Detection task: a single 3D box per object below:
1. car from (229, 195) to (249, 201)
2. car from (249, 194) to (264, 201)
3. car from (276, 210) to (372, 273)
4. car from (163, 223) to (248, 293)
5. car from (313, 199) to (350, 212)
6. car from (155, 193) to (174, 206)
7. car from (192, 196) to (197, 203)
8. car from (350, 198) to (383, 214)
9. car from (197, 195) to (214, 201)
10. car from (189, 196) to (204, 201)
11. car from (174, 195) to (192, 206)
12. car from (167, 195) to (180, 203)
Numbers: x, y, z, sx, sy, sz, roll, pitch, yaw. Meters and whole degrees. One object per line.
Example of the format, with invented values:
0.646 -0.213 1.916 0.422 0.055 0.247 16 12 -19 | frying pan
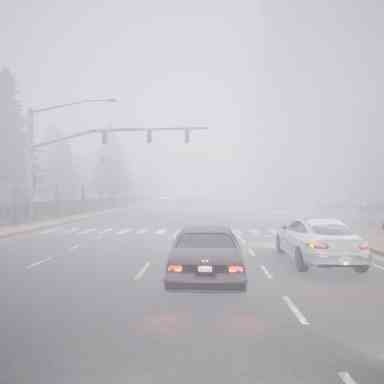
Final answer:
11.994 1.524 88.171 4.902 1.511 2.128 0 0 -44 | car
17.008 1.539 87.807 5.357 1.411 2.033 0 0 -35 | car
3.963 1.526 10.614 1.812 1.442 4.674 0 0 3 | car
0.380 1.547 8.988 2.033 1.411 5.357 0 0 3 | car
16.997 1.546 39.615 4.902 1.511 2.128 0 0 3 | car
-4.800 1.220 55.546 2.150 2.045 5.566 0 0 2 | car
-0.701 1.509 68.333 2.128 1.511 4.902 0 0 4 | car
20.162 1.407 35.994 4.553 1.767 2.097 0 0 2 | car
3.734 1.477 83.229 1.882 1.535 5.008 0 0 28 | car
1.198 1.594 85.836 1.895 1.301 4.718 0 0 28 | car
-1.394 1.504 53.540 1.837 1.490 4.892 0 0 3 | car
-3.915 1.477 71.180 1.882 1.535 5.008 0 0 5 | car
